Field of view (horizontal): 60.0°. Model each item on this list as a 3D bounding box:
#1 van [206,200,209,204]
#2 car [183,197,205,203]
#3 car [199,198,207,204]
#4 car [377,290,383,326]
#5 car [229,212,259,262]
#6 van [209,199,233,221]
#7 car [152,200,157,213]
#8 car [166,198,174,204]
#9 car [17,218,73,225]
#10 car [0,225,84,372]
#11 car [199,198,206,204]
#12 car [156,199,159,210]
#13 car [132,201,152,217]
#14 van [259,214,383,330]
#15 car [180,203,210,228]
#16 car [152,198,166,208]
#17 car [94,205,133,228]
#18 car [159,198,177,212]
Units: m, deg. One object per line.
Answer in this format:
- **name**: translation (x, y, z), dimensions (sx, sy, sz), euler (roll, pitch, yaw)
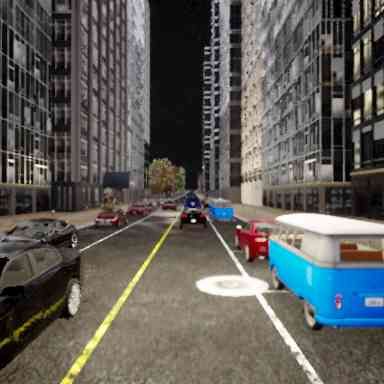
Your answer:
- **van**: translation (2.686, 1.651, 35.247), dimensions (1.690, 1.788, 3.998), euler (0, 0, 0)
- **car**: translation (0.098, 1.580, 40.974), dimensions (2.150, 2.045, 5.566), euler (0, 0, 0)
- **car**: translation (2.682, 2.219, 80.829), dimensions (1.887, 1.381, 4.507), euler (0, 0, 0)
- **car**: translation (2.689, 1.593, 1.055), dimensions (1.802, 1.307, 4.206), euler (0, -1, 0)
- **car**: translation (2.688, 1.658, 12.452), dimensions (1.887, 1.381, 4.507), euler (0, 0, 0)
- **van**: translation (2.686, 1.603, 29.548), dimensions (1.690, 1.788, 3.998), euler (0, 0, 0)
- **car**: translation (-5.695, 1.941, 40.944), dimensions (1.802, 1.307, 4.206), euler (0, 0, 0)
- **car**: translation (-5.700, 2.271, 86.527), dimensions (2.008, 1.369, 4.403), euler (0, 0, 0)
- **car**: translation (-5.693, 1.680, 12.452), dimensions (1.947, 1.339, 4.313), euler (0, -1, 0)
- **car**: translation (-3.100, 1.522, 4.701), dimensions (1.882, 1.535, 5.008), euler (0, -1, 0)
- **car**: translation (2.681, 2.301, 86.526), dimensions (1.802, 1.307, 4.206), euler (0, 0, 0)
- **car**: translation (-5.696, 1.956, 46.641), dimensions (2.008, 1.369, 4.403), euler (0, 0, 0)
- **car**: translation (-5.695, 1.856, 35.245), dimensions (1.887, 1.381, 4.507), euler (0, 0, 0)
- **van**: translation (2.688, 1.403, 6.756), dimensions (1.690, 1.788, 3.998), euler (0, -1, 0)
- **car**: translation (0.099, 1.739, 23.905), dimensions (1.812, 1.442, 4.674), euler (0, -1, 0)
- **car**: translation (-5.697, 1.936, 58.039), dimensions (1.967, 1.590, 4.097), euler (0, 0, 0)
- **car**: translation (-5.694, 1.795, 23.848), dimensions (1.802, 1.307, 4.206), euler (0, 0, 0)
- **car**: translation (-3.091, 1.881, 46.494), dimensions (1.882, 1.535, 5.008), euler (0, 0, 0)
